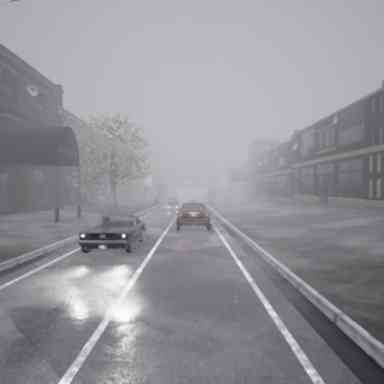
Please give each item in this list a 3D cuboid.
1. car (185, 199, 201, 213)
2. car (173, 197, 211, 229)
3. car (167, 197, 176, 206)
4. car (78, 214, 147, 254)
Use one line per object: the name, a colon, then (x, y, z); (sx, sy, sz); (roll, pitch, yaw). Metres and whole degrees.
car: (0.078, 1.617, 40.383); (1.837, 1.490, 4.892); (0, 0, 0)
car: (0.087, 1.401, 21.890); (2.097, 1.767, 4.553); (0, 0, 0)
car: (-3.079, 1.595, 55.911); (1.837, 1.490, 4.892); (0, 1, 1)
car: (-3.107, 1.622, 13.790); (1.895, 1.301, 4.718); (0, 0, 0)
